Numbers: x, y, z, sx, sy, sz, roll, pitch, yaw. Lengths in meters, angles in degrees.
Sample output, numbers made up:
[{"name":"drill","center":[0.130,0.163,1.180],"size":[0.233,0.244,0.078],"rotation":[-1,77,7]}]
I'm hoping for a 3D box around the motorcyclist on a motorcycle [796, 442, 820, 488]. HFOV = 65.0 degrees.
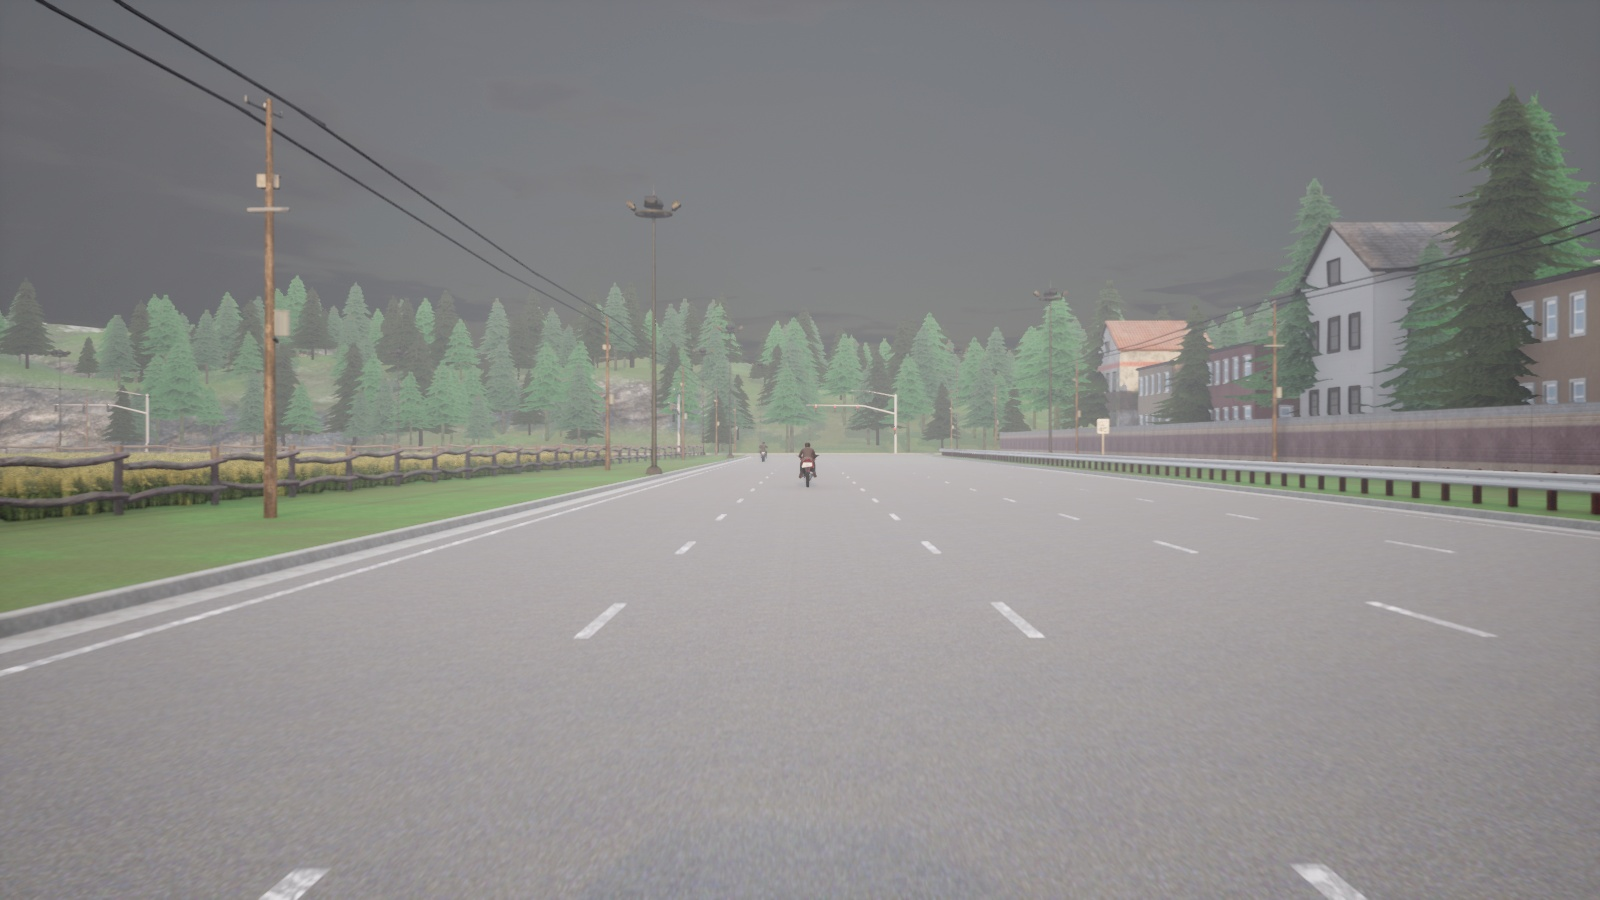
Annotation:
[{"name":"motorcyclist on a motorcycle","center":[0.258,0.493,42.545],"size":[0.797,1.523,2.044],"rotation":[0,0,0]}]
